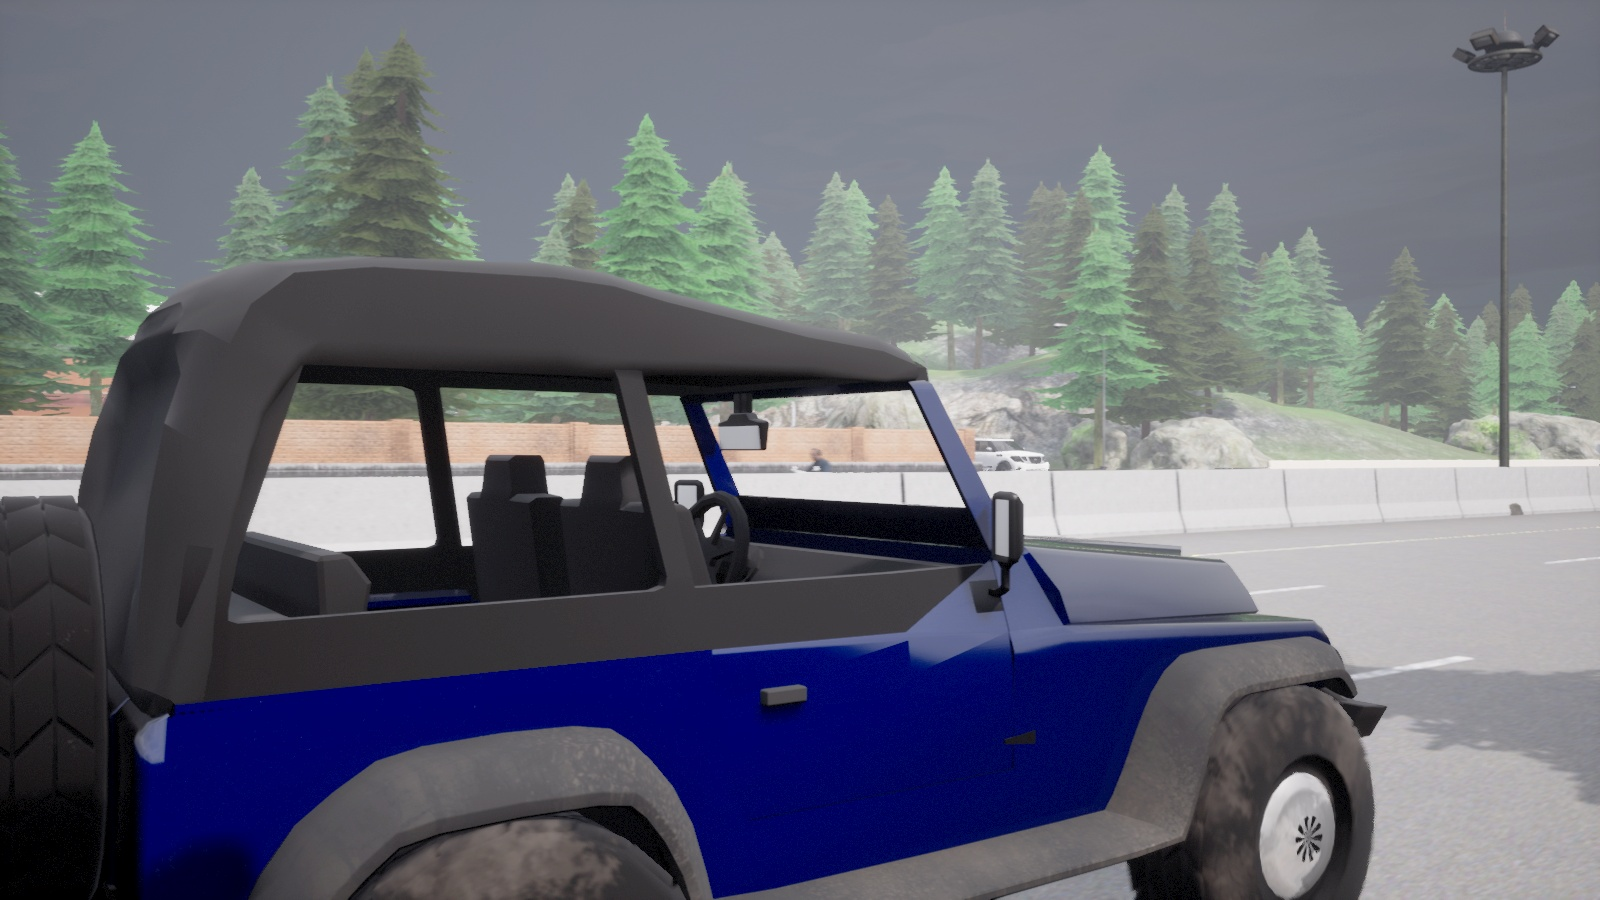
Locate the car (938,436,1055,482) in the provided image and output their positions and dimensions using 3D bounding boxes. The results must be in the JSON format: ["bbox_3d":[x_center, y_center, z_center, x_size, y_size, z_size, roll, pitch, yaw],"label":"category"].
[{"bbox_3d":[9.074,0.393,58.607,2.150,2.045,5.566,0,0,-34],"label":"car"}]

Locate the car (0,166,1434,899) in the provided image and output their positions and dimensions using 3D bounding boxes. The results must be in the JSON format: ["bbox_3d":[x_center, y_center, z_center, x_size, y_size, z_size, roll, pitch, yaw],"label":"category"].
[{"bbox_3d":[-0.186,0.550,3.533,3.866,1.878,1.905,0,0,-35],"label":"car"}]
